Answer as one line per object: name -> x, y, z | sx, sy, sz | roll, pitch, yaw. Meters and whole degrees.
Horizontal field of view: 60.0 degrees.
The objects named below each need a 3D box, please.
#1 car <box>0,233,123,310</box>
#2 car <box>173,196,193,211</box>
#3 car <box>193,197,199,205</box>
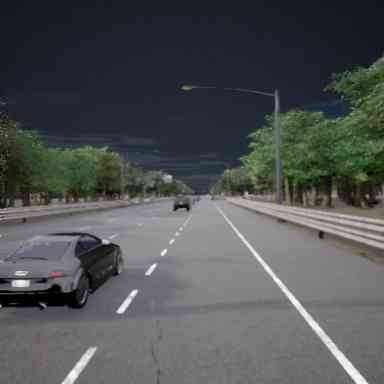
car -> -3.082, 1.682, 8.169 | 1.994, 1.385, 4.181 | -1, 0, 2
car -> -1.364, 1.633, 46.949 | 2.150, 2.045, 5.566 | -1, 0, 3
car -> -0.242, 2.138, 72.038 | 2.033, 1.411, 5.357 | -1, 0, 3
